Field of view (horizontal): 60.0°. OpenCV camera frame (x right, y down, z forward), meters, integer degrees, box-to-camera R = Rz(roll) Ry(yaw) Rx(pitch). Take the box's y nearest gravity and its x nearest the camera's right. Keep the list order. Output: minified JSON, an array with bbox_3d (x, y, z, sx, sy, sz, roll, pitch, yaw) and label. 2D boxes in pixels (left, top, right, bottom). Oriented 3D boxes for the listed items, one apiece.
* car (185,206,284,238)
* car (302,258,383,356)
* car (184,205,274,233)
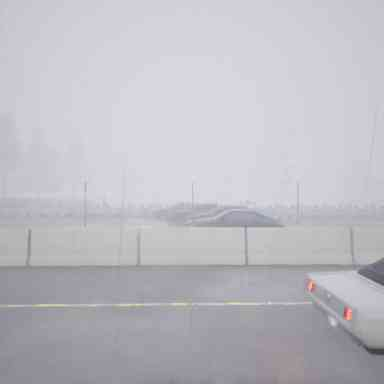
[{"bbox_3d":[1.919,1.527,15.558,4.674,1.442,1.812,0,0,-1],"label":"car"},{"bbox_3d":[4.268,1.609,4.915,4.718,1.301,1.895,0,0,-1],"label":"car"},{"bbox_3d":[2.016,1.505,19.061,4.892,1.490,1.837,0,0,-1],"label":"car"}]
